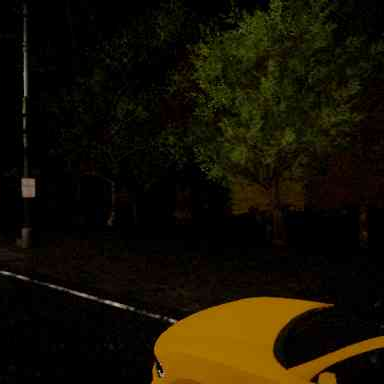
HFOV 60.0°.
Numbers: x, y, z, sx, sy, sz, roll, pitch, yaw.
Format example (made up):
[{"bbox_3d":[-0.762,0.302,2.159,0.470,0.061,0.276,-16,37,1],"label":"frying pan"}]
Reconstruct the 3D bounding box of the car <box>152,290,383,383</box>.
[{"bbox_3d":[1.908,1.469,2.331,5.008,1.535,1.882,0,0,36],"label":"car"}]
